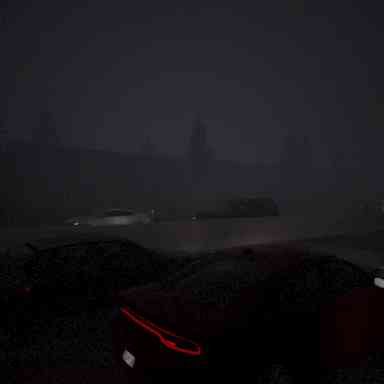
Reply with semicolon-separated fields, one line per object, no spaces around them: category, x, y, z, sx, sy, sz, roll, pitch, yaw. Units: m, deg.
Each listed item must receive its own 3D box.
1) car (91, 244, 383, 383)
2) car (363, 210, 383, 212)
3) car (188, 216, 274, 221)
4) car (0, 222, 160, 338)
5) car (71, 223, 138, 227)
car;1.389;1.507;4.739;5.008;1.535;1.882;1;0;-35
car;23.217;1.840;42.036;4.892;1.490;1.837;1;-1;-35
car;2.623;1.321;18.762;5.566;2.045;2.150;1;0;-36
car;-1.968;1.564;6.643;5.357;1.411;2.033;1;0;-35
car;-4.476;1.577;17.998;4.674;1.442;1.812;1;0;-36
